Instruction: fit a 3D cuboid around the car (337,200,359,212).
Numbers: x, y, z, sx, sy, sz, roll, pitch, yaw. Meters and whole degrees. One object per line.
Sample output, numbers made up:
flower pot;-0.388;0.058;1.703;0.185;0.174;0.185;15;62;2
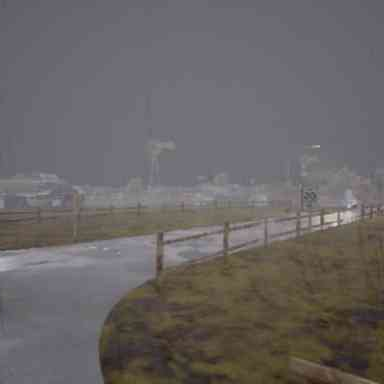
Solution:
car;21.306;1.809;45.453;1.882;1.535;5.008;1;0;39
